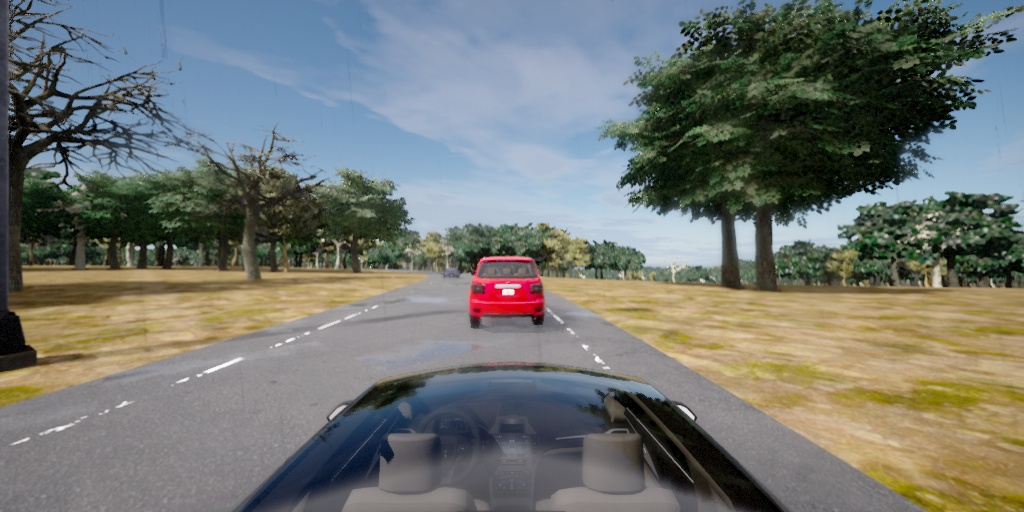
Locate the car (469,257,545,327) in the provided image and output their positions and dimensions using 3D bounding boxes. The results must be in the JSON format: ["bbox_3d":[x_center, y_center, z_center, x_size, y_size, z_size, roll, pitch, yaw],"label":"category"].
[{"bbox_3d":[-0.219,1.047,12.024,2.150,2.045,5.566,0,0,-2],"label":"car"}]

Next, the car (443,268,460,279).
[{"bbox_3d":[-7.437,2.118,44.088,1.994,1.385,4.181,0,-2,-10],"label":"car"}]
